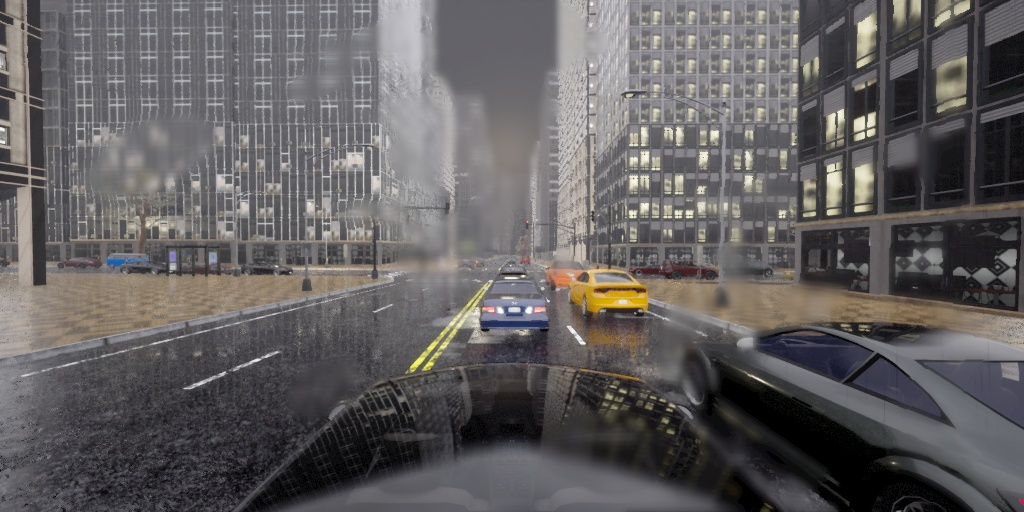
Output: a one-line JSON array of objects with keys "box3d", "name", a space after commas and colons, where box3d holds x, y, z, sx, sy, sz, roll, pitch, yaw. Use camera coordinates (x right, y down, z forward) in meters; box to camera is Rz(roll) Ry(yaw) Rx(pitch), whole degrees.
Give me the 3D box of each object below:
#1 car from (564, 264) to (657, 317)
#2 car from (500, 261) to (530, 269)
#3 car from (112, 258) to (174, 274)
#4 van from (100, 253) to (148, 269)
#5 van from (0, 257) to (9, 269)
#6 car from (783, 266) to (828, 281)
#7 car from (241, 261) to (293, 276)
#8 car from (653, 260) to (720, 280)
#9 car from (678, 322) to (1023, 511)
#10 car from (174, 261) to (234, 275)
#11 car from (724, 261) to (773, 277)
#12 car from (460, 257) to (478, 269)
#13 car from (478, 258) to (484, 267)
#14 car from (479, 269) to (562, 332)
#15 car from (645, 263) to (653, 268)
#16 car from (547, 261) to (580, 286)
[{"box3d": [3.328, 1.222, 13.233, 1.882, 1.535, 5.008, 0, 0, 0], "name": "car"}, {"box3d": [0.065, 1.231, 20.579, 2.128, 1.511, 4.902, 0, 0, 0], "name": "car"}, {"box3d": [-34.157, 1.067, 33.678, 4.313, 1.339, 1.948, 0, 0, 1], "name": "car"}, {"box3d": [-45.364, 0.602, 42.317, 3.998, 1.789, 1.690, 0, 0, 1], "name": "van"}, {"box3d": [-51.201, 0.685, 34.043, 3.998, 1.789, 1.690, 0, 0, 1], "name": "van"}, {"box3d": [27.583, 1.576, 32.765, 4.829, 1.417, 1.751, 0, 0, 1], "name": "car"}, {"box3d": [-22.791, 1.172, 33.393, 4.313, 1.339, 1.948, 0, 0, 1], "name": "car"}, {"box3d": [16.135, 1.267, 32.940, 5.009, 1.841, 2.192, 0, 0, 1], "name": "car"}, {"box3d": [3.337, 1.313, 3.400, 1.994, 1.385, 4.181, 0, 0, 1], "name": "car"}, {"box3d": [-28.476, 1.136, 33.515, 4.207, 1.307, 1.802, 0, 0, 1], "name": "car"}, {"box3d": [25.297, 1.290, 38.573, 4.553, 1.767, 2.097, 1, 1, 1], "name": "car"}, {"box3d": [-6.692, 1.275, 54.351, 1.994, 1.385, 4.181, 0, 0, 0], "name": "car"}, {"box3d": [-6.680, 1.051, 64.352, 2.097, 1.767, 4.553, 0, 0, 0], "name": "car"}, {"box3d": [0.084, 1.293, 10.827, 2.033, 1.411, 5.357, 0, 0, 1], "name": "car"}, {"box3d": [15.009, 1.448, 38.766, 4.718, 1.301, 1.895, 1, 1, 2], "name": "car"}, {"box3d": [3.311, 1.091, 22.238, 2.097, 1.767, 4.553, 0, 0, 0], "name": "car"}]
